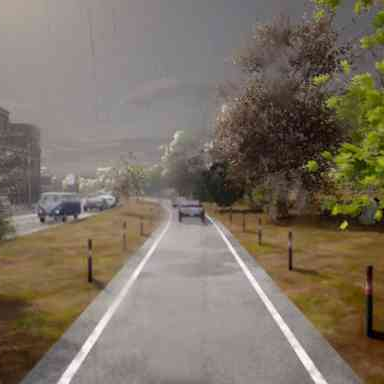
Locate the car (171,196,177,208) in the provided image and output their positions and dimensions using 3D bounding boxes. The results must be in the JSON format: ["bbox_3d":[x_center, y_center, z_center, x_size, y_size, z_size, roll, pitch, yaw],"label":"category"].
[{"bbox_3d":[-1.520,1.222,41.291,1.994,1.385,4.181,0,1,-7],"label":"car"}]

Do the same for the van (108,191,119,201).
[{"bbox_3d":[-16.006,0.755,67.342,1.878,1.987,4.442,1,-1,-16],"label":"van"}]

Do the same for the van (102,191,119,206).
[{"bbox_3d":[-11.090,0.856,45.550,1.878,1.987,4.442,1,-1,-10],"label":"van"}]

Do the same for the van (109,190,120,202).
[{"bbox_3d":[-14.480,0.763,61.962,1.878,1.987,4.442,1,-1,-16],"label":"van"}]

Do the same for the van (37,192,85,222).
[{"bbox_3d":[-9.247,1.033,23.319,1.878,1.987,4.442,0,-1,-2],"label":"van"}]

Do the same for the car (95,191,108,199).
[{"bbox_3d":[-24.070,0.818,88.277,2.435,2.045,5.566,2,-2,-25],"label":"car"}]

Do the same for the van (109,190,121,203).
[{"bbox_3d":[-13.134,0.783,56.547,1.878,1.987,4.442,1,-1,-15],"label":"van"}]

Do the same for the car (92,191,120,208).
[{"bbox_3d":[-10.380,0.876,40.093,2.435,2.045,5.566,1,-1,-9],"label":"car"}]

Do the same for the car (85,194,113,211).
[{"bbox_3d":[-9.858,1.213,34.558,2.002,1.452,4.674,0,-1,-5],"label":"car"}]

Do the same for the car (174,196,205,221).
[{"bbox_3d":[-0.099,1.303,24.883,2.128,1.511,4.902,0,0,-2],"label":"car"}]
